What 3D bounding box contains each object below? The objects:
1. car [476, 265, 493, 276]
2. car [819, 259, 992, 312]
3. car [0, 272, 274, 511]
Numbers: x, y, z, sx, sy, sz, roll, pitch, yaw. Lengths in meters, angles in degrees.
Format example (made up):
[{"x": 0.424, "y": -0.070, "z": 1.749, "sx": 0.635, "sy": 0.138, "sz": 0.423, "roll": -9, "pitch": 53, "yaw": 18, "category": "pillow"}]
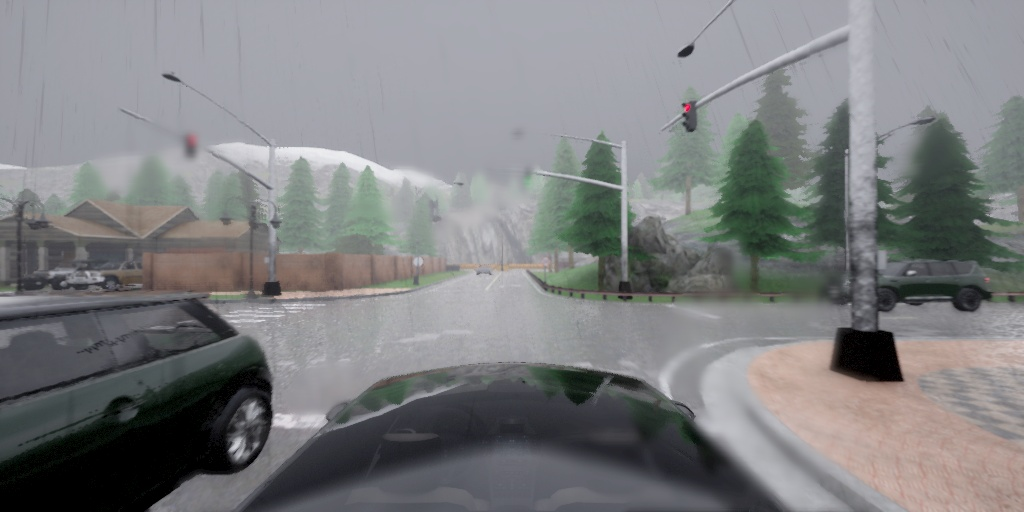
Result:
[{"x": -3.504, "y": 1.778, "z": 45.541, "sx": 1.895, "sy": 1.301, "sz": 4.718, "roll": 0, "pitch": -1, "yaw": 0, "category": "car"}, {"x": 16.018, "y": 1.140, "z": 14.768, "sx": 5.566, "sy": 2.045, "sz": 2.150, "roll": 0, "pitch": -1, "yaw": -1, "category": "car"}, {"x": -3.512, "y": 1.049, "z": 1.790, "sx": 2.097, "sy": 1.767, "sz": 4.553, "roll": 0, "pitch": -1, "yaw": 0, "category": "car"}]
